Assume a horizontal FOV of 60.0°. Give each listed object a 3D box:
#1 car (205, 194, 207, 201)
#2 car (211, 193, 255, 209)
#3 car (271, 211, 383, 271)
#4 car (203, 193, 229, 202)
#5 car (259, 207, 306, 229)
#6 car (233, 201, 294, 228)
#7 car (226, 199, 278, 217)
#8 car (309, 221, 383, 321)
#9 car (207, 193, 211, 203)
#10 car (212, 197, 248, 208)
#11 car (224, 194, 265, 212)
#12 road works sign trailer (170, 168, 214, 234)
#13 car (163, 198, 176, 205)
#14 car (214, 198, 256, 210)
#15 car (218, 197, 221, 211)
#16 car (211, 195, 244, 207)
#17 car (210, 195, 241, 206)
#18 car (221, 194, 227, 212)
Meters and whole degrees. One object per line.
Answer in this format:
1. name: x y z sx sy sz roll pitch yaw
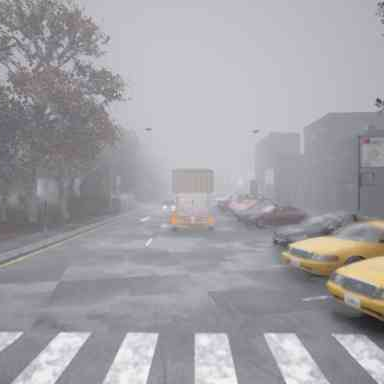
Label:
1. car: 5.595 1.521 63.449 5.008 1.535 2.097 1 0 -20
2. car: 5.428 1.217 36.398 5.566 2.045 2.435 1 0 -20
3. car: 5.142 1.472 9.345 5.366 1.575 1.946 1 0 -20
4. car: 5.672 1.314 78.487 5.566 2.045 2.435 1 0 -20
5. car: 5.331 1.476 12.410 4.892 1.521 2.231 1 0 -20
6. car: 5.356 1.508 21.410 4.674 1.452 2.002 1 0 -20
7. car: 5.340 1.495 24.402 4.792 1.488 2.163 1 0 -20
8. car: 5.139 1.475 6.344 5.366 1.575 1.946 1 0 -20
9. car: 5.474 1.227 45.414 5.566 2.045 2.435 1 0 -20
10. car: 5.491 1.513 48.414 4.792 1.488 2.163 1 0 -20
11. car: 5.416 1.340 27.422 4.553 1.767 2.185 1 0 -20
12. road works sign trailer: 0.046 0.447 19.155 2.380 3.560 2.880 0 0 0
13. car: -3.879 1.618 57.170 1.895 1.301 4.718 0 0 1
14. car: 5.449 1.504 42.413 4.792 1.488 2.163 1 0 -20
15. car: 5.415 1.506 33.419 4.674 1.452 2.002 1 0 -20
16. car: 5.505 1.364 51.428 4.553 1.767 2.185 1 0 -20
17. car: 5.523 1.371 54.429 4.553 1.767 2.185 1 0 -20
18. car: 5.434 1.340 30.423 4.553 1.767 2.185 1 0 -20
